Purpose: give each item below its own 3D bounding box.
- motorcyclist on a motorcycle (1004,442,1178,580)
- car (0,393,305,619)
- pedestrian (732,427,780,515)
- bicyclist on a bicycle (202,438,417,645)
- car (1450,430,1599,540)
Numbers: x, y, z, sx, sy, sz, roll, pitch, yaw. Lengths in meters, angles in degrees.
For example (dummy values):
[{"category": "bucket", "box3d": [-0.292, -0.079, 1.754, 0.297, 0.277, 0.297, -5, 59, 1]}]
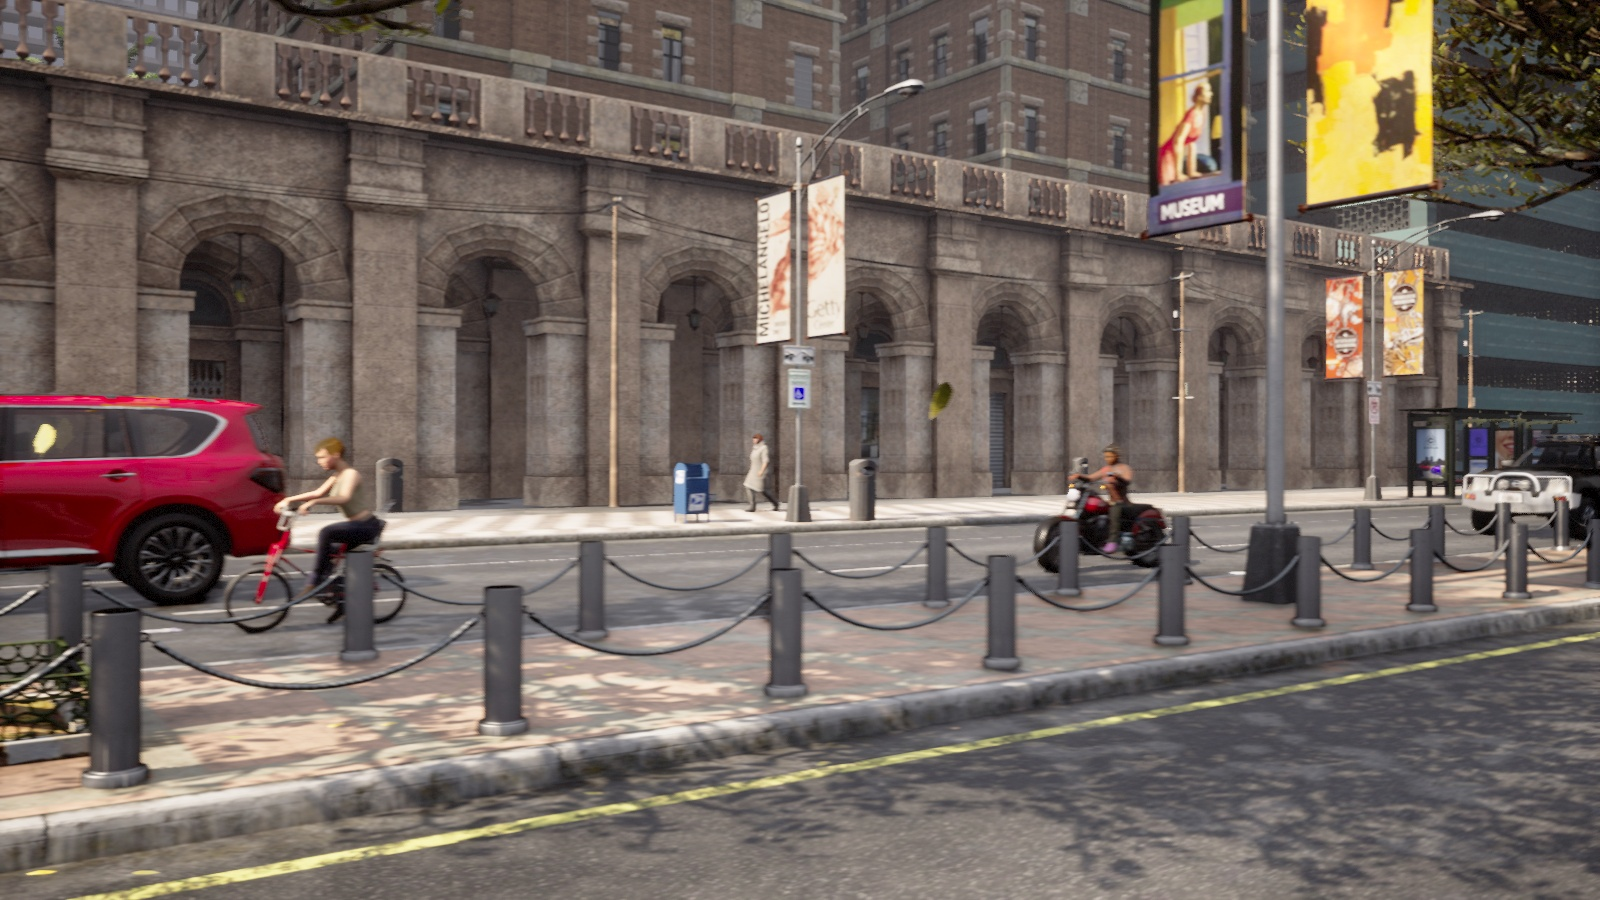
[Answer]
[{"category": "motorcyclist on a motorcycle", "box3d": [3.735, 0.727, 16.006, 2.350, 1.649, 0.766, 0, 0, -35]}, {"category": "car", "box3d": [-7.965, 0.509, 12.129, 5.566, 2.045, 2.150, 0, 0, -35]}, {"category": "pedestrian", "box3d": [-0.996, 0.473, 28.373, 0.873, 1.952, 0.659, 0, 0, -35]}, {"category": "bicyclist on a bicycle", "box3d": [-4.116, 0.715, 10.547, 1.509, 1.612, 0.866, 0, 0, -35]}, {"category": "car", "box3d": [14.242, 0.589, 23.320, 4.605, 1.855, 1.932, 0, 0, -35]}]
